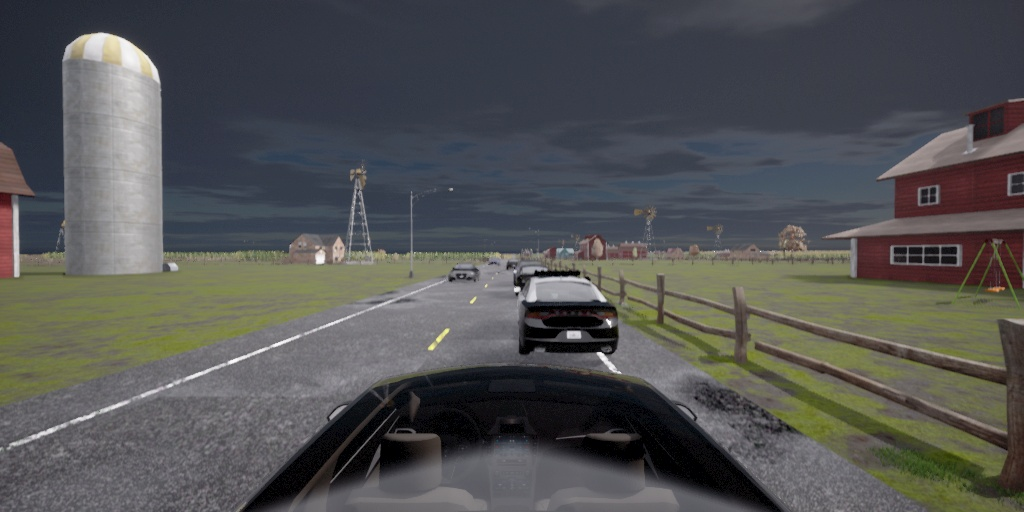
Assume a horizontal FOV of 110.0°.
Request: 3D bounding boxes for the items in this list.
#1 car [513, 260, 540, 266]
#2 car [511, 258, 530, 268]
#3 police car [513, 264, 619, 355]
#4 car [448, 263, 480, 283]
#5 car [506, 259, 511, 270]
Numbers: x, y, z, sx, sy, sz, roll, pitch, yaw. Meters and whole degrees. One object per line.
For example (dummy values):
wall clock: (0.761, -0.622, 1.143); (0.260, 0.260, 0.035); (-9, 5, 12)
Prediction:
car: (1.116, 1.164, 18.661); (1.882, 1.535, 5.008); (0, 0, 0)
car: (1.137, 1.018, 24.632); (2.097, 1.767, 4.553); (0, 0, 0)
police car: (1.079, 1.147, 8.770); (1.930, 1.638, 5.238); (0, 0, 0)
car: (-3.502, 1.224, 26.851); (1.994, 1.385, 4.181); (0, 0, 0)
car: (0.230, 1.082, 48.316); (1.882, 1.535, 5.008); (0, 0, 0)
